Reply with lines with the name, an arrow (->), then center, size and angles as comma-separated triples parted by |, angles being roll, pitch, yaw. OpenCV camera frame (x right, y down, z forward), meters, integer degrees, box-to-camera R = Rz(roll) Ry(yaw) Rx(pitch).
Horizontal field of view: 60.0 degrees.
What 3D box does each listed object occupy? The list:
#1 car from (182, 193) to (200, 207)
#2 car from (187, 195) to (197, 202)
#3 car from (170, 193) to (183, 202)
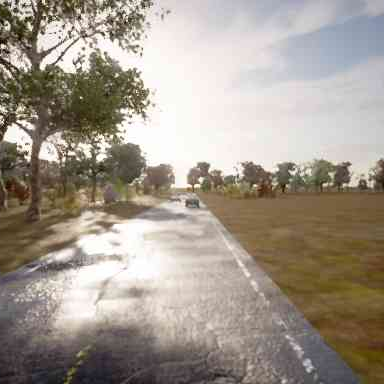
car -> 0.052, 1.245, 46.694 | 2.128, 1.511, 4.902 | 0, 0, 0
car -> 0.030, 1.248, 64.665 | 1.895, 1.301, 4.718 | 0, 0, 0
car -> -3.088, 1.185, 62.907 | 1.812, 1.442, 4.674 | 0, 0, 0
